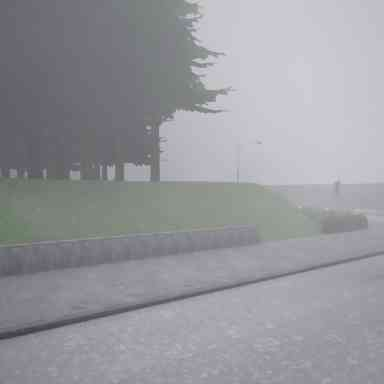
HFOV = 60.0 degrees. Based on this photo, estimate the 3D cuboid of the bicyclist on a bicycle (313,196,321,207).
[{"bbox_3d":[14.921,1.348,39.633,1.656,1.620,0.582,0,0,-35],"label":"bicyclist on a bicycle"}]
